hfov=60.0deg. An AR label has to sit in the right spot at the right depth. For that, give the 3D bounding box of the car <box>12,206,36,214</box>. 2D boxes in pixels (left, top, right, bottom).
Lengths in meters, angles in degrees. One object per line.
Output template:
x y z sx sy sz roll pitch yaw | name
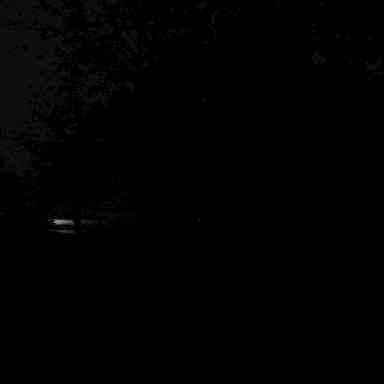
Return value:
-39.515 4.139 78.268 2.097 1.535 5.008 1 1 19 | car

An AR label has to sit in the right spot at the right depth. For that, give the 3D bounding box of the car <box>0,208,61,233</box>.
-12.323 2.127 23.966 1.812 1.442 4.674 1 -4 40 | car

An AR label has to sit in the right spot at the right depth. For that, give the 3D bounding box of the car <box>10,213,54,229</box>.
-23.439 4.232 48.720 5.566 2.045 2.435 0 0 17 | car

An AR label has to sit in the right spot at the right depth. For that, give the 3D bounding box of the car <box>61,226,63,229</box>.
-15.474 4.425 31.198 5.566 2.045 2.435 1 1 17 | car

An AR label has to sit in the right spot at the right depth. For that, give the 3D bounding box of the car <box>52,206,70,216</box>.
-27.798 4.054 68.840 2.435 2.045 5.566 1 1 19 | car

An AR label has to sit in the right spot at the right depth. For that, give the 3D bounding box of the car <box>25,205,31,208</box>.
-34.843 4.245 74.501 2.002 1.452 4.674 0 1 19 | car

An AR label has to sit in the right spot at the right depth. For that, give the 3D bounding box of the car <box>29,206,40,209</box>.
-32.434 4.232 72.802 1.946 1.575 5.366 0 1 19 | car

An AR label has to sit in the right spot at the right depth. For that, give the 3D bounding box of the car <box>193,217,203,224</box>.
1.371 4.439 51.778 1.895 1.301 4.718 1 -2 -10 | car

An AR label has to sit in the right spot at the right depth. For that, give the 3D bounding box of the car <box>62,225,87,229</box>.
-13.587 4.426 33.608 5.566 2.045 2.435 1 1 17 | car

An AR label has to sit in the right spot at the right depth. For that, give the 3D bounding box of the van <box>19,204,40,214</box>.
-37.213 3.948 76.267 1.878 1.987 4.442 1 1 19 | van

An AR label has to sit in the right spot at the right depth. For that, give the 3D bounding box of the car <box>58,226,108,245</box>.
-11.762 4.706 36.019 4.792 1.488 2.163 1 1 17 | car
